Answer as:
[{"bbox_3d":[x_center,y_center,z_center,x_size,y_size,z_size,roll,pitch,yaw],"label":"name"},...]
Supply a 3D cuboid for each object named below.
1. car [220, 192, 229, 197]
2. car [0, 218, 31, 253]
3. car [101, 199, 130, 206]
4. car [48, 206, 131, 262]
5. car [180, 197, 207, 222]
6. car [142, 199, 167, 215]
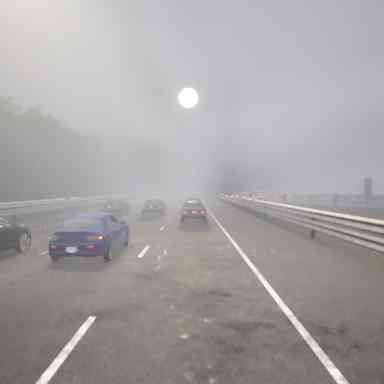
[{"bbox_3d":[8.035,0.778,82.221,1.994,1.385,4.181,0,0,-11],"label":"car"},{"bbox_3d":[-6.892,1.417,10.412,2.128,1.511,4.902,0,1,0],"label":"car"},{"bbox_3d":[-6.878,1.319,30.169,2.033,1.411,5.357,0,0,0],"label":"car"},{"bbox_3d":[-3.404,1.441,11.675,1.812,1.442,4.674,0,0,0],"label":"car"},{"bbox_3d":[0.120,1.366,24.351,2.033,1.411,5.357,0,0,0],"label":"car"},{"bbox_3d":[-3.378,1.318,30.204,2.033,1.411,5.357,0,0,0],"label":"car"}]
